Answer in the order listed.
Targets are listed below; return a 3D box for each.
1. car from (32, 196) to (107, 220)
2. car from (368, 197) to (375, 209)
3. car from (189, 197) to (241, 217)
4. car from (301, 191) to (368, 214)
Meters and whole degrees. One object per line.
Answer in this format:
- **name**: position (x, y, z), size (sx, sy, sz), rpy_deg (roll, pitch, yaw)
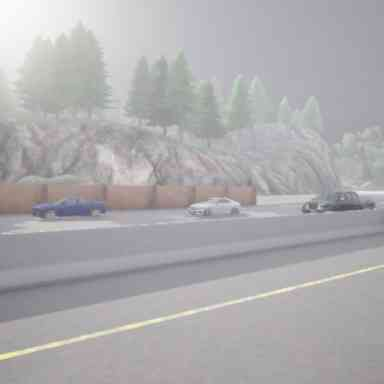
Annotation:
- **car**: position (-8.577, 1.076, 23.539), size (5.008, 1.535, 1.882), rpy_deg (0, 1, -34)
- **car**: position (18.089, 1.170, 35.661), size (4.674, 1.442, 1.812), rpy_deg (0, 1, -42)
- **car**: position (1.889, 1.165, 26.684), size (4.674, 1.442, 1.812), rpy_deg (0, 1, -37)
- **car**: position (10.340, 0.960, 24.374), size (5.566, 2.045, 2.150), rpy_deg (0, 1, -39)
